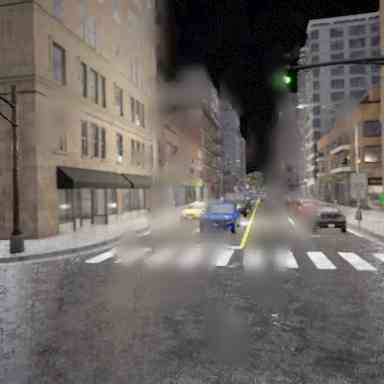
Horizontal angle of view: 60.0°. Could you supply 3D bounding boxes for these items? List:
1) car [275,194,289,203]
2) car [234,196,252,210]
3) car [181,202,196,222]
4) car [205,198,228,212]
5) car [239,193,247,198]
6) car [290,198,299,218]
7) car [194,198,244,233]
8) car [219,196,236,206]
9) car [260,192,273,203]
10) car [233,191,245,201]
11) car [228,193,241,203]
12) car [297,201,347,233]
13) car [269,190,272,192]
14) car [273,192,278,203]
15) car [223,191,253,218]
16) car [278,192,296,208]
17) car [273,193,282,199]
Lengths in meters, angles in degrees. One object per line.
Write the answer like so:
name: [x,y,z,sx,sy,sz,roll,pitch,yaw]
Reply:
car: [15.315,1.041,56.827,1.947,1.339,4.313,-1,0,12]
car: [5.935,1.253,38.561,1.812,1.442,4.674,-1,0,12]
car: [0.359,1.414,24.976,1.752,1.417,4.829,-1,0,12]
car: [2.751,1.362,36.257,1.947,1.339,4.313,-1,0,12]
car: [13.357,0.959,86.276,1.802,1.307,4.206,-1,0,12]
car: [8.244,1.332,23.478,1.802,1.307,4.206,-1,0,12]
car: [1.677,1.368,18.923,1.882,1.535,5.008,-1,0,12]
car: [5.108,1.255,47.372,2.008,1.369,4.403,-1,0,12]
car: [12.671,1.088,56.601,1.994,1.385,4.181,-1,0,12]
car: [9.816,0.834,69.601,2.192,1.841,5.009,-1,0,12]
car: [7.462,1.052,58.487,1.967,1.590,4.097,-1,0,12]
car: [7.065,1.346,17.920,2.008,1.369,4.403,-1,0,12]
car: [22.385,0.734,90.175,1.887,1.381,4.507,-1,0,12]
car: [14.132,0.836,51.268,2.192,1.841,5.009,-1,0,12]
car: [3.764,1.032,28.689,2.150,2.045,5.566,-1,0,13]
car: [11.777,1.053,40.152,1.967,1.590,4.097,-1,0,12]
car: [18.885,0.860,73.667,1.752,1.417,4.829,-1,0,12]
